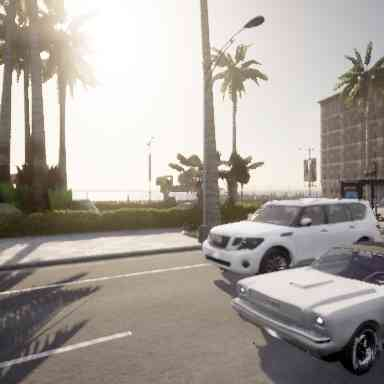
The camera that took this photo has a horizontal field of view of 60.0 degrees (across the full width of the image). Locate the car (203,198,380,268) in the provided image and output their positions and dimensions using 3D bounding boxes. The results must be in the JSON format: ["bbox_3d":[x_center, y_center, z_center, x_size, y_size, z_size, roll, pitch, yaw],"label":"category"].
[{"bbox_3d":[3.039,1.215,9.618,5.566,2.045,2.150,0,0,-28],"label":"car"}]

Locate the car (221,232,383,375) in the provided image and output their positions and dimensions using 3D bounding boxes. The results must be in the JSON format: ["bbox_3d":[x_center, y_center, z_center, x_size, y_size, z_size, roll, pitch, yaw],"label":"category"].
[{"bbox_3d":[3.010,1.596,5.608,4.718,1.301,1.895,0,0,-30],"label":"car"}]
